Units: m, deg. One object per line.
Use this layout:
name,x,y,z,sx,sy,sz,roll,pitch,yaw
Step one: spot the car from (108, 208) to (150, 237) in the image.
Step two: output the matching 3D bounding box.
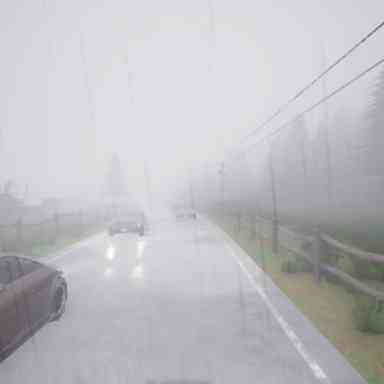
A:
car,-3.471,1.669,19.020,1.812,1.442,4.674,0,0,-2

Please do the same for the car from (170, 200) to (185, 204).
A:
car,-1.673,1.819,43.266,1.837,1.490,4.892,0,0,-5

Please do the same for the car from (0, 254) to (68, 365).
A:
car,-3.317,1.605,4.593,1.994,1.385,4.181,0,0,0

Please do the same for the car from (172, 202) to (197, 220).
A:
car,-0.611,1.820,30.369,1.895,1.301,4.718,0,0,-3
